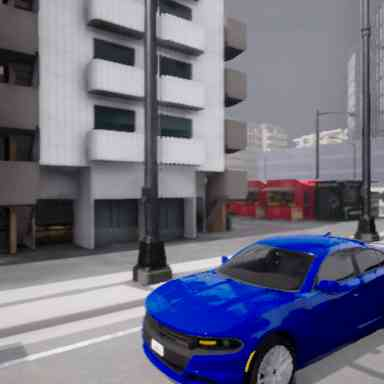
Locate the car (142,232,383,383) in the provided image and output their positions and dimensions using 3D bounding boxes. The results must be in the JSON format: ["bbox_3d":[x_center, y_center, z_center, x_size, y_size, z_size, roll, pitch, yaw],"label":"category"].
[{"bbox_3d":[1.647,1.450,5.158,5.008,1.535,1.882,0,0,-36],"label":"car"}]
